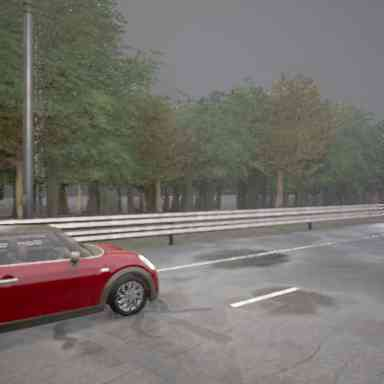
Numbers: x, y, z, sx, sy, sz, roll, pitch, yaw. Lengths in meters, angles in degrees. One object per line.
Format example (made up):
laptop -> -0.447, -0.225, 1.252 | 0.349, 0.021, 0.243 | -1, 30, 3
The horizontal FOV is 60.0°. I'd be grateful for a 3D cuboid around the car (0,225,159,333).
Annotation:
car -> -2.852, 1.374, 6.009 | 4.553, 1.767, 2.097 | 0, 0, -36
